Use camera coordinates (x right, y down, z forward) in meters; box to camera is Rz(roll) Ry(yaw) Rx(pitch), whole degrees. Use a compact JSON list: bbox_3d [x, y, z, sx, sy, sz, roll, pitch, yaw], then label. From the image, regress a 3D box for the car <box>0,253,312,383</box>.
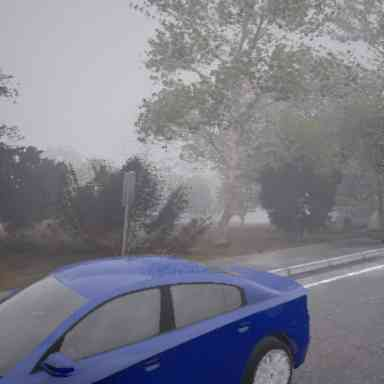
[{"bbox_3d":[-0.879,1.481,3.367,5.008,1.535,1.882,0,0,-36],"label":"car"}]
